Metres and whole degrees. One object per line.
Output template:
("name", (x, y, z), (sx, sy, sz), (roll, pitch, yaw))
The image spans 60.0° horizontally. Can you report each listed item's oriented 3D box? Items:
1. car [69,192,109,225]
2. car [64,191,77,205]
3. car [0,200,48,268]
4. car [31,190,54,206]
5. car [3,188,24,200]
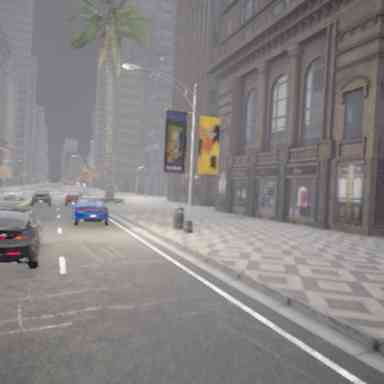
("car", (-6.286, 1.073, 20.404), (1.882, 1.535, 5.008), (3, 1, -22))
("car", (-13.188, 0.657, 37.275), (1.882, 1.535, 5.008), (3, 1, -22))
("car", (-5.428, 1.193, 9.810), (1.837, 1.490, 4.892), (3, 0, -22))
("car", (-15.317, 0.595, 34.011), (1.837, 1.490, 4.892), (3, 0, -22))
("car", (-21.837, 0.271, 40.973), (1.812, 1.442, 4.674), (3, 0, -22))
